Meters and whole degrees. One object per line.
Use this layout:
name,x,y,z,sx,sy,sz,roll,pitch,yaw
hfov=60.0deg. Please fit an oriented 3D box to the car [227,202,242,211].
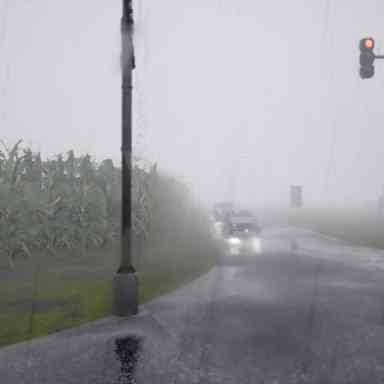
car,6.635,2.229,52.350,1.895,1.301,4.718,0,-1,1

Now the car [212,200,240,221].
car,3.214,1.698,30.939,2.097,1.767,4.553,0,-1,1

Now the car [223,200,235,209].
car,6.837,2.263,62.389,1.837,1.490,4.892,0,-1,1

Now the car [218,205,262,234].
car,3.022,1.770,20.937,2.033,1.411,5.357,0,-1,0

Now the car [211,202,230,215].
car,3.444,2.028,41.241,2.033,1.411,5.357,0,-1,1
